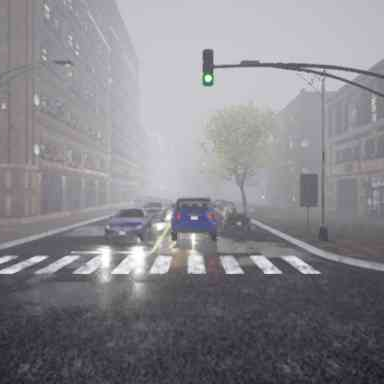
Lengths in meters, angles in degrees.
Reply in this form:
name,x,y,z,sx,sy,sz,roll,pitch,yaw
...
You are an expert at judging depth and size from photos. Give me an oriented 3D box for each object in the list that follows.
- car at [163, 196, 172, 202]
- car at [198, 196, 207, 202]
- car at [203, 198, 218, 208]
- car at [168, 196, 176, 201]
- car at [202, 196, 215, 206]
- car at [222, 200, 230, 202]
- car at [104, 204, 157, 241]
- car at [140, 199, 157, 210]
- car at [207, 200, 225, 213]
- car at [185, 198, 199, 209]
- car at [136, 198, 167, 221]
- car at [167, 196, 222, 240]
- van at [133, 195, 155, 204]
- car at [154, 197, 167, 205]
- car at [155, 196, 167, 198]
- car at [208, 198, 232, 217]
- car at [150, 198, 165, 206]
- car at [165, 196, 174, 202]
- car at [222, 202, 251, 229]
name,x,y,z,sx,sy,sz,roll,pitch,yaw
car,-5.699,1.634,78.023,1.752,1.417,4.829,0,0,0
car,2.682,1.673,83.889,2.008,1.369,4.403,0,0,0
car,2.685,1.598,49.708,2.008,1.369,4.403,0,0,0
car,-5.700,1.720,95.282,1.947,1.339,4.313,0,0,0
car,2.684,1.498,55.405,1.967,1.590,4.097,0,0,0
car,2.687,1.458,26.921,1.967,1.590,4.097,0,0,0
car,-3.068,1.534,16.829,1.812,1.442,4.674,0,0,-1
car,-5.695,1.620,44.012,1.802,1.307,4.206,0,0,0
car,2.686,1.612,38.315,1.802,1.307,4.206,0,0,0
car,-0.003,1.571,48.406,1.812,1.442,4.674,0,0,0
car,-3.090,1.523,27.251,1.837,1.490,4.892,0,0,0
car,0.099,1.230,17.191,2.150,2.045,5.566,0,0,0
van,-5.695,1.371,38.315,1.690,1.788,3.998,0,0,0
car,-5.697,1.621,61.102,2.008,1.369,4.403,0,0,0
car,-3.083,1.520,38.883,2.128,1.511,4.902,0,0,0
car,2.686,1.464,32.617,1.967,1.590,4.097,0,0,0
car,-5.696,1.624,55.406,1.947,1.339,4.313,0,0,0
car,-5.699,1.667,83.890,1.887,1.381,4.507,0,0,0
car,2.688,1.563,21.224,2.008,1.369,4.403,0,0,0
